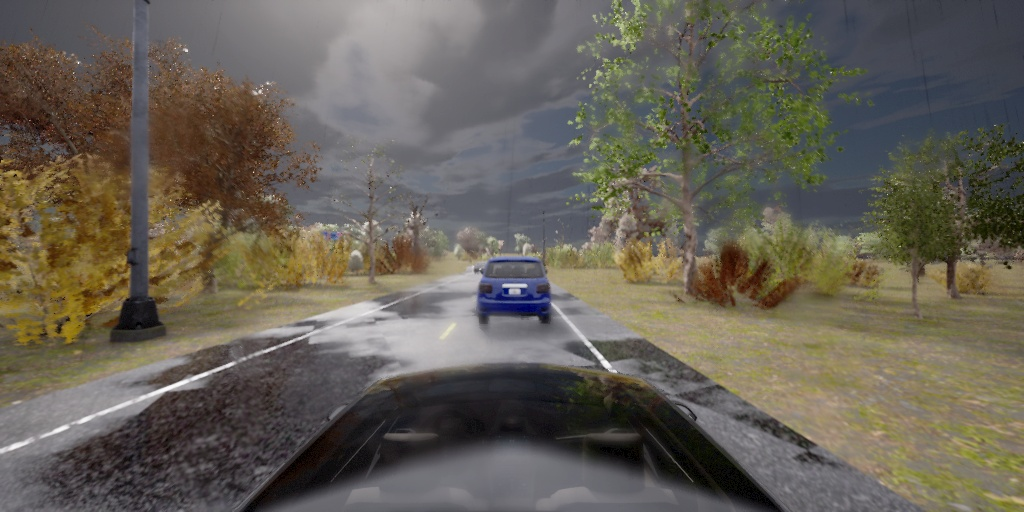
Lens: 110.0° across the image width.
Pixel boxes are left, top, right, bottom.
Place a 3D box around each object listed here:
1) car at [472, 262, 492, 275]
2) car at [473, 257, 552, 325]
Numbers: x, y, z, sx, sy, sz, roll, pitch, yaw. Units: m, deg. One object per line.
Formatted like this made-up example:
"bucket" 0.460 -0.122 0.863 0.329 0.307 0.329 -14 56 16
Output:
"car" -3.686 1.476 44.415 2.128 1.511 4.902 0 0 -1
"car" 0.081 1.035 12.191 2.150 2.045 5.566 0 0 0
